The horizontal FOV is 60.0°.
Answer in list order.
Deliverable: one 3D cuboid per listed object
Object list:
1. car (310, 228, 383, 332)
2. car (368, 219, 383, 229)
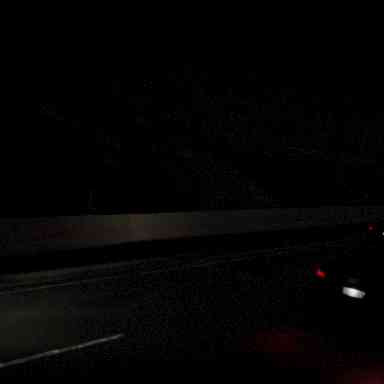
[{"bbox_3d":[4.233,1.596,6.482,4.181,1.385,1.994,0,0,-35],"label":"car"},{"bbox_3d":[9.266,1.635,14.149,4.181,1.385,1.994,0,0,-34],"label":"car"}]
